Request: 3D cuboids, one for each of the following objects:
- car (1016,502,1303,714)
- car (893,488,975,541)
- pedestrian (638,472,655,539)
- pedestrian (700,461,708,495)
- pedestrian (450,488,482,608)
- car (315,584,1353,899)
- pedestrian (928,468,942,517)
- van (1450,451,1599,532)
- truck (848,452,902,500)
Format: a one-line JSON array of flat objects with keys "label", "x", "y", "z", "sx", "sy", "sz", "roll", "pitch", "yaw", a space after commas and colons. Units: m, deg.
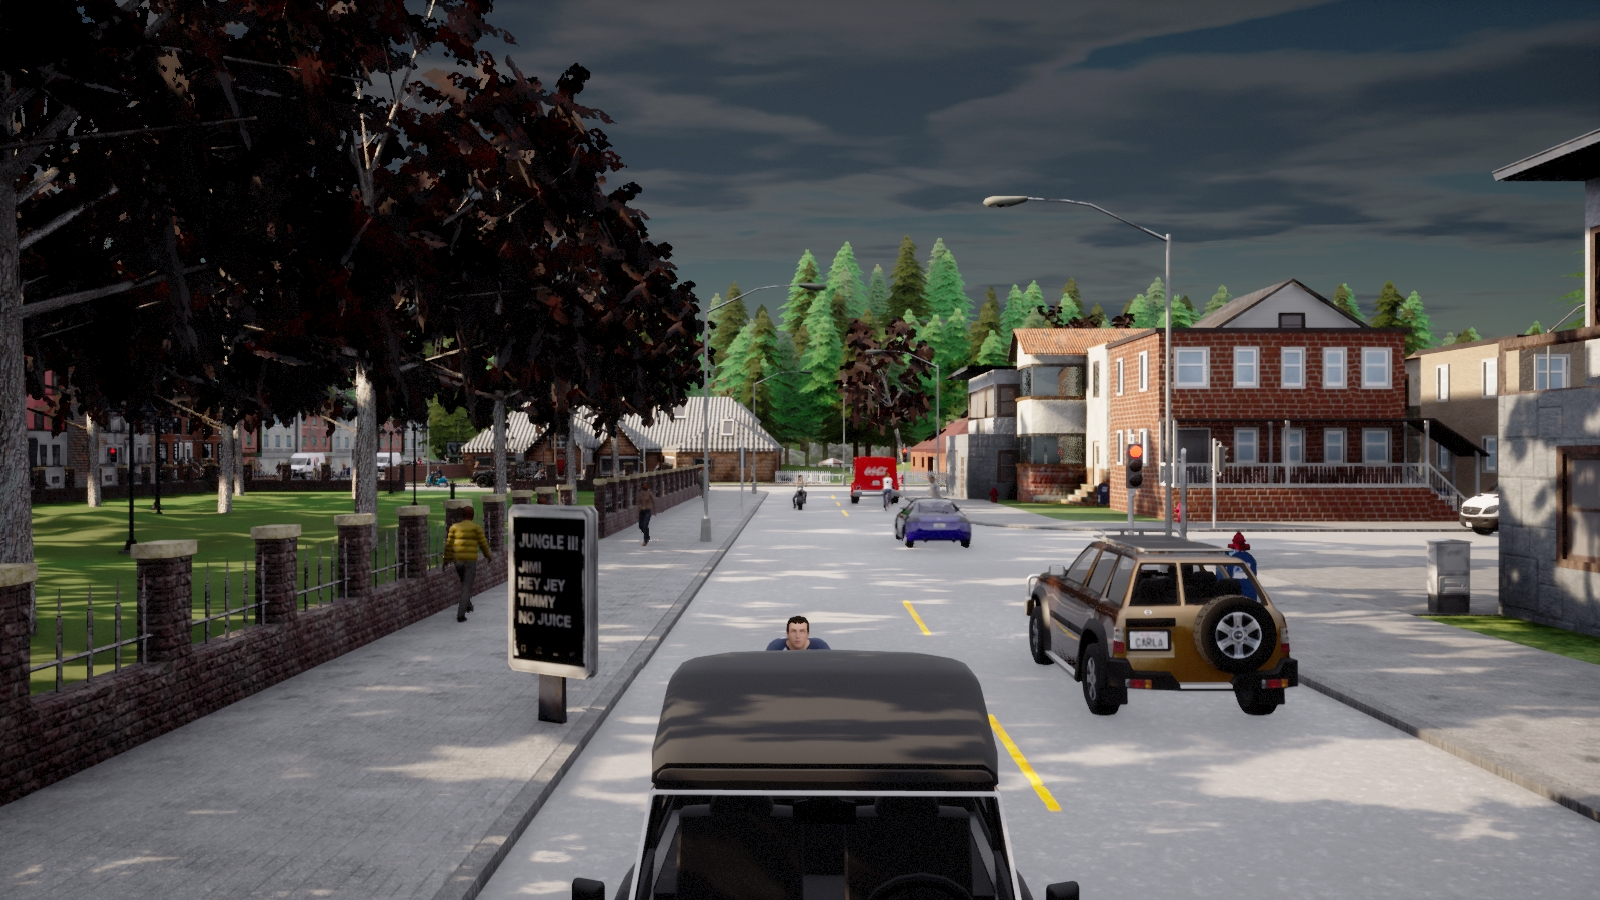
[{"label": "car", "x": 3.945, "y": 1.650, "z": 13.460, "sx": 1.932, "sy": 1.855, "sz": 4.605, "roll": 0, "pitch": 0, "yaw": 0}, {"label": "car", "x": 4.003, "y": 1.912, "z": 34.748, "sx": 1.994, "sy": 1.385, "sz": 4.181, "roll": 0, "pitch": 0, "yaw": 0}, {"label": "pedestrian", "x": -4.303, "y": 1.538, "z": 32.078, "sx": 0.375, "sy": 1.860, "sz": 0.375, "roll": 0, "pitch": 0, "yaw": 14}, {"label": "pedestrian", "x": -5.272, "y": 1.550, "z": 62.679, "sx": 0.375, "sy": 1.860, "sz": 0.375, "roll": 0, "pitch": 0, "yaw": 3}, {"label": "pedestrian", "x": -5.264, "y": 1.532, "z": 18.021, "sx": 0.375, "sy": 1.860, "sz": 0.375, "roll": 0, "pitch": 0, "yaw": 3}, {"label": "car", "x": 0.090, "y": 1.640, "z": 4.031, "sx": 1.905, "sy": 1.878, "sz": 3.866, "roll": 0, "pitch": 0, "yaw": 1}, {"label": "pedestrian", "x": 5.216, "y": 1.646, "z": 44.158, "sx": 0.375, "sy": 1.860, "sz": 0.375, "roll": 0, "pitch": 0, "yaw": -26}, {"label": "van", "x": 24.712, "y": 1.329, "z": 37.232, "sx": 5.915, "sy": 2.561, "sz": 1.988, "roll": 0, "pitch": 0, "yaw": 0}, {"label": "truck", "x": 3.969, "y": 1.372, "z": 61.570, "sx": 2.627, "sy": 2.467, "sz": 5.204, "roll": 0, "pitch": 0, "yaw": 1}]
